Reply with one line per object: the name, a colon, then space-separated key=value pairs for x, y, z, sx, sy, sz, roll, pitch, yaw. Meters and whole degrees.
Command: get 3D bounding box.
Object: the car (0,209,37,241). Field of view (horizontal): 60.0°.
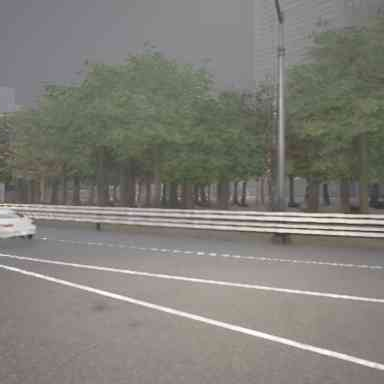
car: x=-9.152 y=1.536 z=15.363 sx=4.674 sy=1.442 sz=1.812 roll=0 pitch=0 yaw=30
